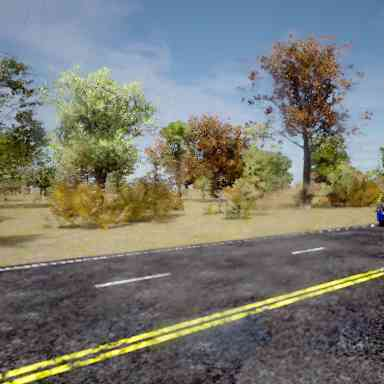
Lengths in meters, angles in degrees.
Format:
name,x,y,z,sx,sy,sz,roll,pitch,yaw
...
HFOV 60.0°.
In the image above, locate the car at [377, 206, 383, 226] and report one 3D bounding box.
name,x,y,z,sx,sy,sz,roll,pitch,yaw
car,14.426,1.195,21.877,5.566,2.045,2.150,0,0,-35
